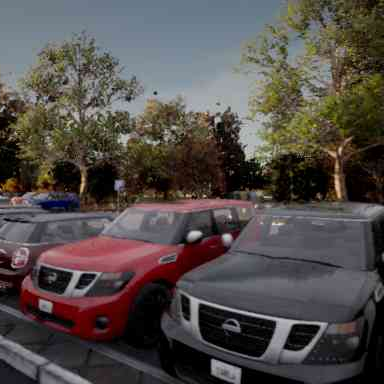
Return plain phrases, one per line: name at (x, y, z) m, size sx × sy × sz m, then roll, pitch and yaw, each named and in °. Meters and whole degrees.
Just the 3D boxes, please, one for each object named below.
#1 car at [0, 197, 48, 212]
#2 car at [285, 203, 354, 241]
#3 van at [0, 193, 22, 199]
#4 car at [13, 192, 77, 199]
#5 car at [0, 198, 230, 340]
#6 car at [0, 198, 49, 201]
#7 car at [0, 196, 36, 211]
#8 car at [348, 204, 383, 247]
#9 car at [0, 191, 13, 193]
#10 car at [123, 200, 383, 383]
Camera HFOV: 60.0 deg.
car at (-18.182, 1.276, 35.521) m, size 2.002 × 1.452 × 4.674 m, roll 0°, pitch 0°, yaw 35°
car at (6.911, 1.449, 17.675) m, size 2.231 × 1.521 × 4.892 m, roll 0°, pitch 0°, yaw 35°
van at (-9.575, 1.146, 13.203) m, size 1.878 × 1.987 × 4.442 m, roll 0°, pitch 0°, yaw 35°
car at (-13.658, 1.022, 32.270) m, size 2.435 × 2.045 × 5.566 m, roll 0°, pitch 0°, yaw 35°
car at (-0.388, 1.198, 6.774) m, size 2.435 × 2.045 × 5.566 m, roll 0°, pitch 0°, yaw 35°
car at (-7.206, 1.266, 11.699) m, size 2.185 × 1.767 × 4.553 m, roll 0°, pitch 0°, yaw 35°
car at (-20.351, 1.222, 37.061) m, size 2.097 × 1.535 × 5.008 m, roll 0°, pitch 0°, yaw 35°
car at (9.063, 1.464, 15.910) m, size 1.946 × 1.575 × 5.366 m, roll 0°, pitch 0°, yaw 35°
car at (-15.827, 1.003, 33.813) m, size 2.435 × 2.045 × 5.566 m, roll 0°, pitch 0°, yaw 35°
car at (1.896, 1.218, 5.149) m, size 2.435 × 2.045 × 5.566 m, roll 0°, pitch 0°, yaw 35°
